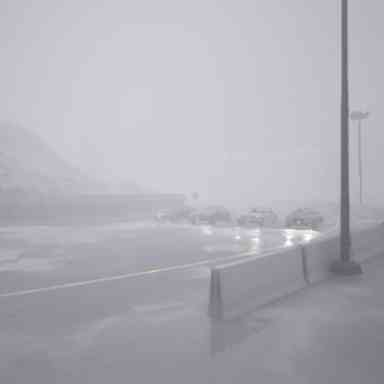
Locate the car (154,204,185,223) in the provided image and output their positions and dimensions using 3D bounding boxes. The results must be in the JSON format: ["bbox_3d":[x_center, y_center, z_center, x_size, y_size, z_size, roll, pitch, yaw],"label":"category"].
[{"bbox_3d":[-1.294,1.751,28.348,2.128,1.511,4.902,-1,-1,31],"label":"car"}]

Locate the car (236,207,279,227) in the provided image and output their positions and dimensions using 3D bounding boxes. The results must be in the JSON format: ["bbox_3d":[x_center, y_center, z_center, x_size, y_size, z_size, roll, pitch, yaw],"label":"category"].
[{"bbox_3d":[5.044,1.834,25.256,1.895,1.301,4.718,0,-1,31],"label":"car"}]

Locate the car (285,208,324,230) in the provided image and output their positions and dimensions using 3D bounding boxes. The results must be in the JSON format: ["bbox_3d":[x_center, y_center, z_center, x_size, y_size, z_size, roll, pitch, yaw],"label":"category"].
[{"bbox_3d":[7.999,1.812,23.415,1.994,1.385,4.181,0,-1,31],"label":"car"}]

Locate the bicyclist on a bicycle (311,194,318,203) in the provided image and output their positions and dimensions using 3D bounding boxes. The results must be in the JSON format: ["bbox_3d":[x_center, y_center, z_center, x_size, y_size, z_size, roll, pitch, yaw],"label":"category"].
[{"bbox_3d":[31.200,1.617,84.678,1.656,1.620,0.582,26,-13,-28],"label":"bicyclist on a bicycle"}]

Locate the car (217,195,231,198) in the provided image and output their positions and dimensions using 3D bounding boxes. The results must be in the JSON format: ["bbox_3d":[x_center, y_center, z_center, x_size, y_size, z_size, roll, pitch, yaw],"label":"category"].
[{"bbox_3d":[8.038,1.668,93.712,2.128,1.511,4.902,0,0,-30],"label":"car"}]

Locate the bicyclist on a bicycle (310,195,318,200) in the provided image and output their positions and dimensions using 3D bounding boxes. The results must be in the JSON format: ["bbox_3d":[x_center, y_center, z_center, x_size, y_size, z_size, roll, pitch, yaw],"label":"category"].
[{"bbox_3d":[31.469,1.619,84.171,1.656,1.620,0.582,24,-11,-27],"label":"bicyclist on a bicycle"}]

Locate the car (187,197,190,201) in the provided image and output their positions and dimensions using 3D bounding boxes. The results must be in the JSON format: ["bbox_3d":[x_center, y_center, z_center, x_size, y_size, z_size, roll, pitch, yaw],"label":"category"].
[{"bbox_3d":[-2.325,1.825,90.685,1.837,1.490,4.892,0,0,-30],"label":"car"}]

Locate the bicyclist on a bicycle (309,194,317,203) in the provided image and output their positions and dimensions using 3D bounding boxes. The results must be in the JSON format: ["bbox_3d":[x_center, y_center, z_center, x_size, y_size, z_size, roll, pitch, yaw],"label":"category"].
[{"bbox_3d":[30.953,1.619,85.129,1.656,1.620,0.582,27,-12,-27],"label":"bicyclist on a bicycle"}]

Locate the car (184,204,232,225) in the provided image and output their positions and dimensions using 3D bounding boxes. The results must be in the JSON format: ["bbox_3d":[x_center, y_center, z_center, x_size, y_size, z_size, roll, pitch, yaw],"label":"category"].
[{"bbox_3d":[1.596,1.748,26.373,1.812,1.442,4.674,0,-1,32],"label":"car"}]
